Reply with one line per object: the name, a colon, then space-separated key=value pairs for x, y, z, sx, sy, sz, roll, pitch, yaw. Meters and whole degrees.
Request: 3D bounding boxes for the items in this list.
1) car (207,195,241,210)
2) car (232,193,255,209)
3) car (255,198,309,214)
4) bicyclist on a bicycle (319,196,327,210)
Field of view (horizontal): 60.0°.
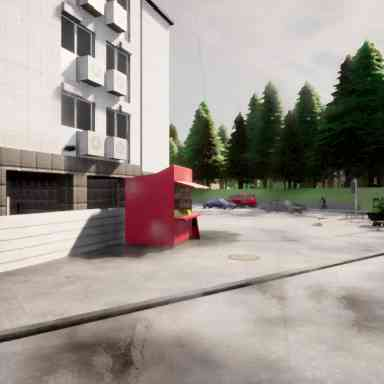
car: x=3.741 y=1.526 z=43.339 sx=1.812 sy=1.442 sz=4.674 roll=0 pitch=0 yaw=-35
car: x=6.539 y=1.221 z=46.634 sx=2.150 sy=2.045 sz=5.566 roll=0 pitch=0 yaw=-35
car: x=9.564 y=1.547 z=35.122 sx=2.033 sy=1.411 sz=5.357 roll=0 pitch=0 yaw=-35
bicyclist on a bicycle: x=15.990 y=1.349 z=40.578 sx=1.656 sy=1.620 sz=0.582 roll=0 pitch=0 yaw=-35
